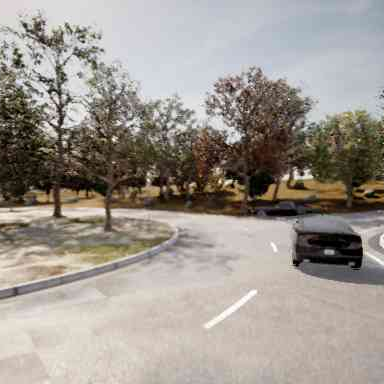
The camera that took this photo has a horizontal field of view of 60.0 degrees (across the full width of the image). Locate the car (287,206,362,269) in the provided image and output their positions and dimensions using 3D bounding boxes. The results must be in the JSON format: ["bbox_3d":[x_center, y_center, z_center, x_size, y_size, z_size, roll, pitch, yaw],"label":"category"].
[{"bbox_3d":[4.370,1.476,11.371,1.882,1.535,5.008,1,0,15],"label":"car"}]

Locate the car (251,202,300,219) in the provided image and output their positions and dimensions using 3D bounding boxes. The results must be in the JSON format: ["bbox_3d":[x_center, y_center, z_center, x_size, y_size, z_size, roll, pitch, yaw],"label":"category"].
[{"bbox_3d":[6.991,1.394,25.940,4.718,1.301,1.895,0,0,11],"label":"car"}]
